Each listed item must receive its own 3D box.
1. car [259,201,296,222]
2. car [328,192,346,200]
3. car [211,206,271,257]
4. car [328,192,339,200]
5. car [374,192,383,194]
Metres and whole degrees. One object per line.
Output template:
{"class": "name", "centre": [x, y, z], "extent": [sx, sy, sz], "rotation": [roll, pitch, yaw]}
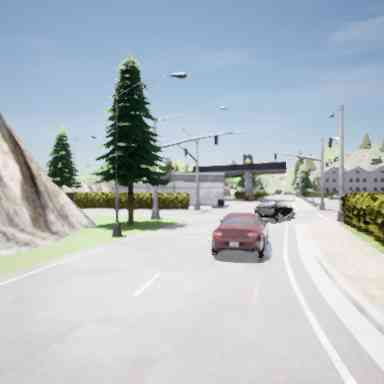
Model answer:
{"class": "car", "centre": [6.455, 1.442, 25.794], "extent": [2.128, 1.511, 4.902], "rotation": [0, 0, 35]}
{"class": "car", "centre": [35.706, 0.915, 81.770], "extent": [3.866, 1.878, 1.905], "rotation": [0, 0, 16]}
{"class": "car", "centre": [1.944, 1.501, 12.845], "extent": [1.812, 1.442, 4.674], "rotation": [0, 0, 15]}
{"class": "car", "centre": [34.206, 1.205, 78.742], "extent": [3.806, 1.475, 1.970], "rotation": [0, 0, 16]}
{"class": "car", "centre": [42.370, 0.944, 76.450], "extent": [4.605, 1.855, 1.932], "rotation": [0, 0, 16]}
